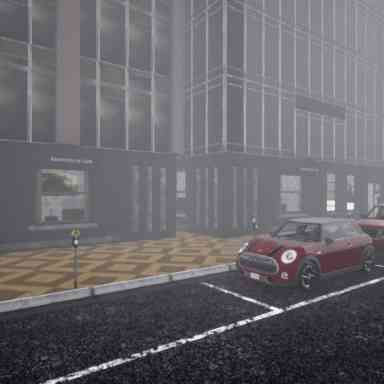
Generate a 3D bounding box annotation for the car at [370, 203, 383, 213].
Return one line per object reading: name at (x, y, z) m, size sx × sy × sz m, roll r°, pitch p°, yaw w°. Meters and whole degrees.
car at (7.618, 1.310, 12.164) m, size 5.009 × 1.841 × 2.192 m, roll 0°, pitch 0°, yaw -35°

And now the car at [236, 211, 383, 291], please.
car at (3.091, 1.439, 8.938) m, size 4.097 × 1.590 × 1.967 m, roll 0°, pitch 0°, yaw -35°
